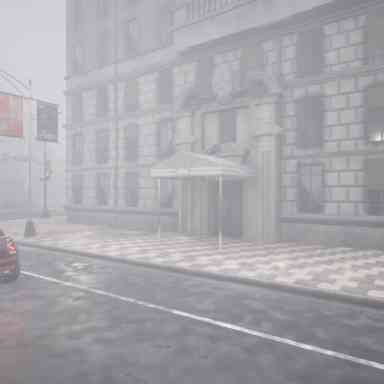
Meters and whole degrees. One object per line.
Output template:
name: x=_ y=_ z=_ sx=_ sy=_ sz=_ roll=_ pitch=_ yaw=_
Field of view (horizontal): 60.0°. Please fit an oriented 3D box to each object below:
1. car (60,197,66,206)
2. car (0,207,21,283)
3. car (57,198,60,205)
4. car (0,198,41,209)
car: x=-16.731 y=1.478 z=50.082 sx=1.882 sy=1.535 sz=5.008 roll=0 pitch=0 yaw=36
car: x=-6.408 y=1.352 z=8.449 sx=4.553 sy=1.767 sz=2.097 roll=0 pitch=0 yaw=35
car: x=-18.728 y=1.221 z=53.303 sx=2.150 sy=2.045 sz=5.566 roll=0 pitch=0 yaw=36
car: x=-21.838 y=1.564 z=42.930 sx=1.994 sy=1.385 sz=4.181 roll=0 pitch=0 yaw=35
